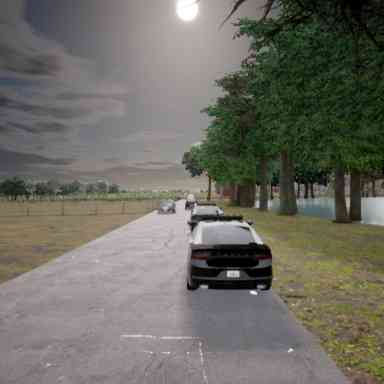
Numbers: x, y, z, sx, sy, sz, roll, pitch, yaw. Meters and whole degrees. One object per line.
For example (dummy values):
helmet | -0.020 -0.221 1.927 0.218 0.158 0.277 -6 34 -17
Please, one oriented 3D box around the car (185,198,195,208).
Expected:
car | 0.011 1.635 47.644 1.882 1.535 5.008 0 0 1

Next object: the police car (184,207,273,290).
police car | 0.822 1.434 9.214 1.930 1.638 5.238 0 0 0

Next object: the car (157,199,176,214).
car | -2.760 1.589 37.086 2.128 1.511 4.902 0 0 0

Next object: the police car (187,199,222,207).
police car | 0.819 1.457 19.214 1.930 1.638 5.238 0 0 0

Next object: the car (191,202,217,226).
car | 0.817 1.556 25.105 1.837 1.490 4.892 0 0 0
